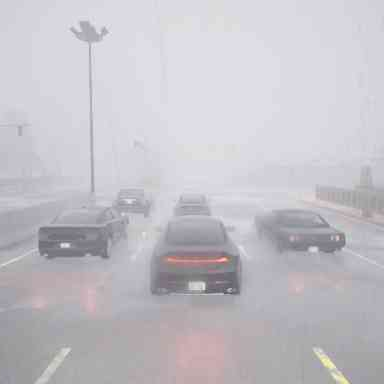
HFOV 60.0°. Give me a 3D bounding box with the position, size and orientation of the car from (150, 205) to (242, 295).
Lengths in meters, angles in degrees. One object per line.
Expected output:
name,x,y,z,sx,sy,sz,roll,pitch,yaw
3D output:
car,0.075,1.335,8.321,1.837,1.490,4.892,0,2,0

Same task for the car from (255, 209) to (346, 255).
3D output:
car,3.556,1.266,11.948,1.895,1.301,4.718,0,3,0

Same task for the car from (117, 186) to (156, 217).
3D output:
car,-3.490,0.436,20.624,2.097,1.767,4.553,0,4,0

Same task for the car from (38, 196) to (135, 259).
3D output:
car,-3.441,1.167,11.462,1.882,1.535,5.008,0,3,0

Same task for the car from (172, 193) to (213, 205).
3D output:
car,0.028,0.809,17.524,1.837,1.490,4.892,0,4,0
